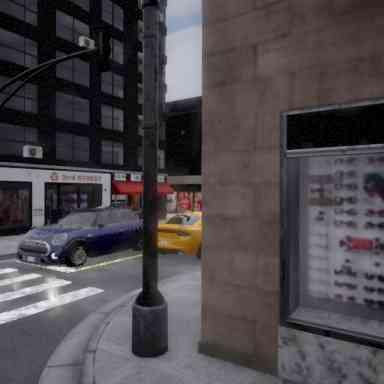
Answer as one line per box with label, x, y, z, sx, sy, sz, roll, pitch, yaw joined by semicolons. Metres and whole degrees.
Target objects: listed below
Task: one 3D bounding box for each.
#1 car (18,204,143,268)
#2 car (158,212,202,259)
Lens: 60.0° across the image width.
car;-3.555;1.363;11.597;2.097;1.767;4.553;0;0;30
car;0.465;1.501;12.864;1.882;1.535;5.008;0;0;33
